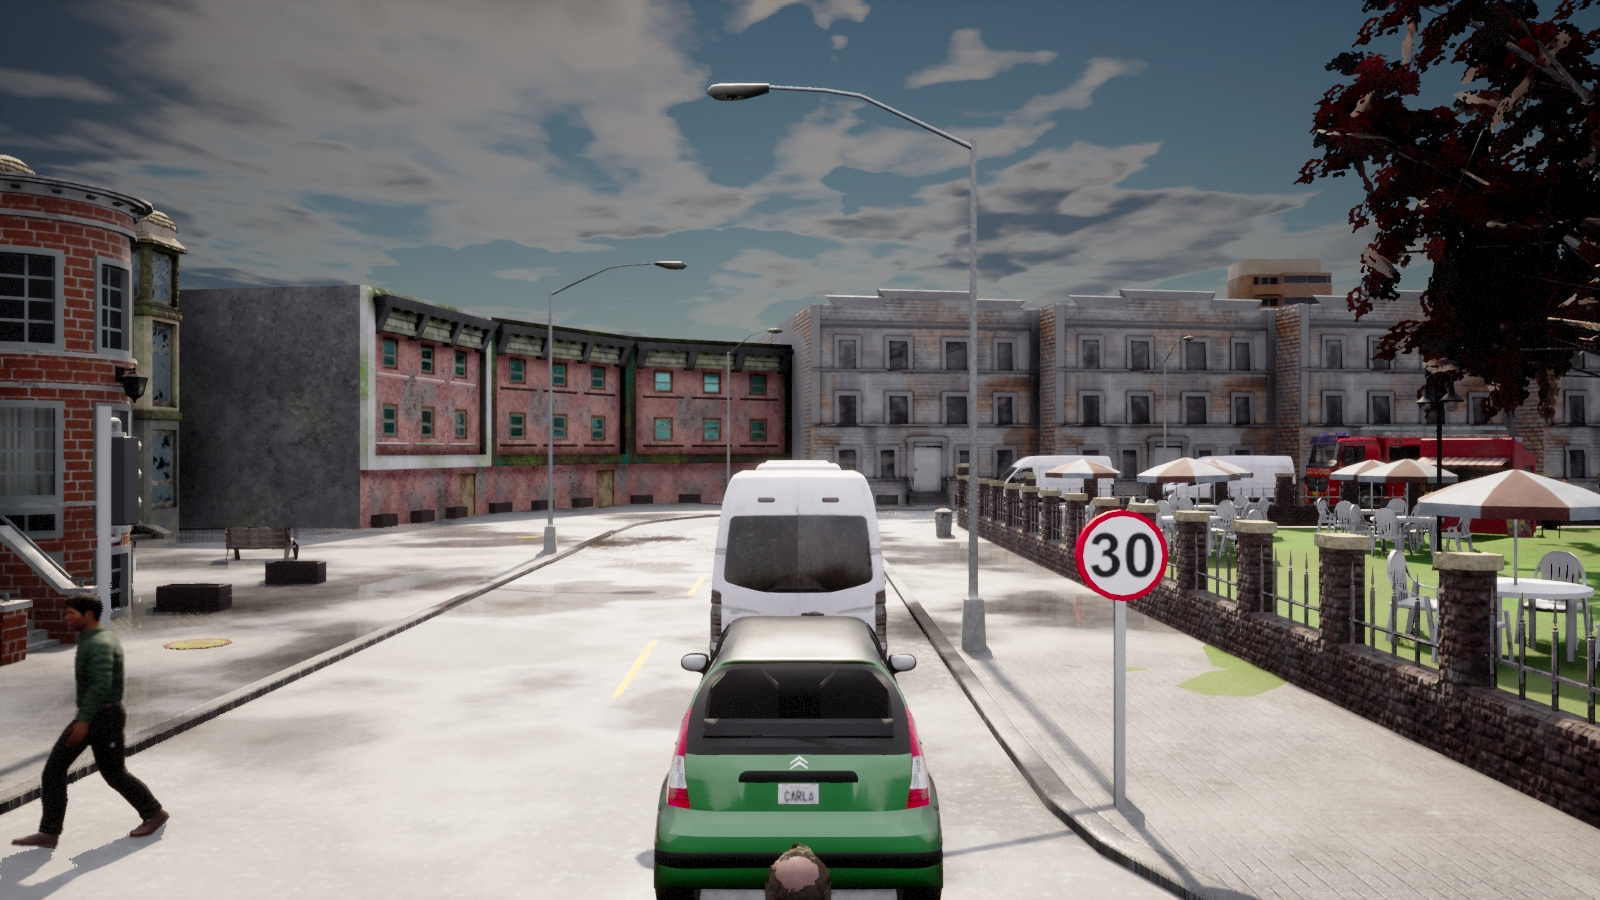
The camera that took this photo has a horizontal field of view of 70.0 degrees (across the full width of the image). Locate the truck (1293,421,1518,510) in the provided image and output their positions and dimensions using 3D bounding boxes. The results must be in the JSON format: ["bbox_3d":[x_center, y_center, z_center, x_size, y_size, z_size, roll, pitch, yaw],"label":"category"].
[{"bbox_3d":[26.739,0.670,50.713,8.468,3.827,2.891,0,0,0],"label":"truck"}]

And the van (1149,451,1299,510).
[{"bbox_3d":[18.656,1.314,50.452,5.915,2.561,1.988,0,0,0],"label":"van"}]

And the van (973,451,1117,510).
[{"bbox_3d":[10.744,1.314,50.430,5.915,2.561,1.988,0,0,0],"label":"van"}]

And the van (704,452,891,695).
[{"bbox_3d":[-0.025,1.315,15.105,1.988,2.561,5.915,0,0,0],"label":"van"}]

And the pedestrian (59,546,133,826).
[{"bbox_3d":[-4.958,1.629,8.044,0.375,1.860,0.375,0,0,-43],"label":"pedestrian"}]

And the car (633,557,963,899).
[{"bbox_3d":[-0.015,1.779,8.404,1.851,1.617,3.988,0,0,0],"label":"car"}]
